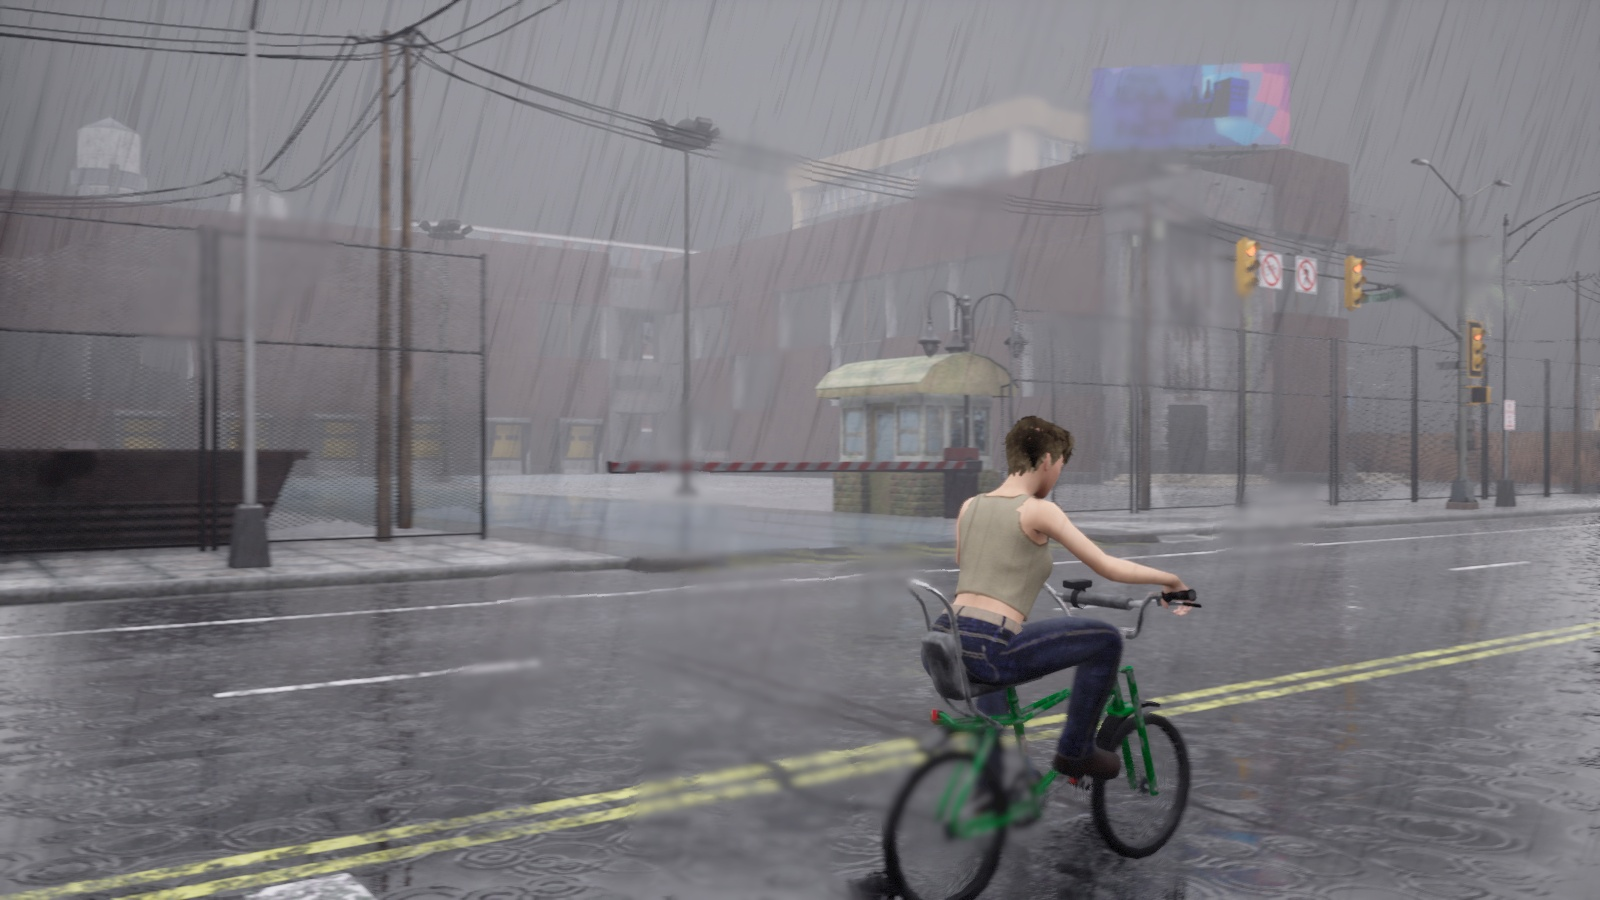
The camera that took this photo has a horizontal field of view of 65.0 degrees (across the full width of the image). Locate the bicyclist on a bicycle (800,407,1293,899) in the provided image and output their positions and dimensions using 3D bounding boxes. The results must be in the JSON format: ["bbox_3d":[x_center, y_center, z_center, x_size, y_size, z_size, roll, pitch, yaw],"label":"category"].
[{"bbox_3d":[0.866,0.687,4.328,1.509,1.612,0.866,0,0,-36],"label":"bicyclist on a bicycle"}]
